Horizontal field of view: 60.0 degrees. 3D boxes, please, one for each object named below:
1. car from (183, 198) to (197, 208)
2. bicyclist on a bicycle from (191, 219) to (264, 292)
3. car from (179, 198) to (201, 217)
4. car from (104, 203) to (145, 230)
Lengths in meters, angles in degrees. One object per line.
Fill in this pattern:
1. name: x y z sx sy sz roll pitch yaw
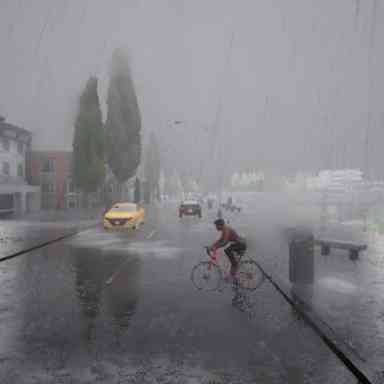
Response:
1. car: -0.319 1.546 47.842 1.994 1.385 4.181 0 0 -1
2. bicyclist on a bicycle: 0.792 1.422 7.451 1.656 1.620 0.582 -1 0 -1
3. car: -0.166 1.466 31.013 1.882 1.535 5.008 0 0 -1
4. car: -4.215 1.470 21.299 1.882 1.535 5.008 0 0 0
